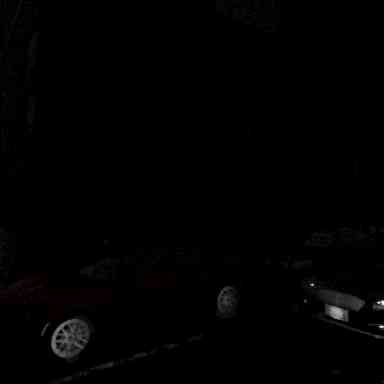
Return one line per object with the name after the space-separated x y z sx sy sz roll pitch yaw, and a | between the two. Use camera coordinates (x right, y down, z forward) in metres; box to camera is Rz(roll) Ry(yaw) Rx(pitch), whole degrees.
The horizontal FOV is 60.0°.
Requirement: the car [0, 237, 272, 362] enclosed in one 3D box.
-0.886 1.555 5.897 4.507 1.381 1.887 0 0 -35 | car

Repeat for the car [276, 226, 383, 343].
4.120 1.519 6.306 4.902 1.511 2.128 0 0 -35 | car

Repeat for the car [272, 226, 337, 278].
3.616 1.615 9.098 4.206 1.307 1.802 0 0 -35 | car
